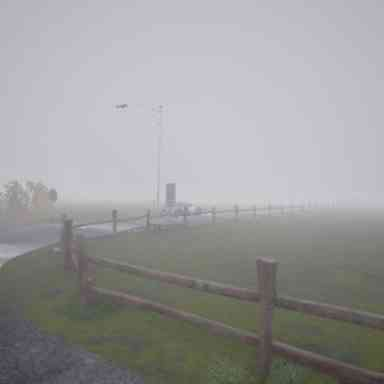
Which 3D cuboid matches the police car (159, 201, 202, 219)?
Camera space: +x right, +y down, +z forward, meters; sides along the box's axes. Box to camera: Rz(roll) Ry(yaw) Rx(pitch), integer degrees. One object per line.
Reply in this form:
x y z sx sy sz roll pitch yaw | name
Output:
-1.135 1.639 31.344 2.038 1.542 4.974 2 0 35 | police car
